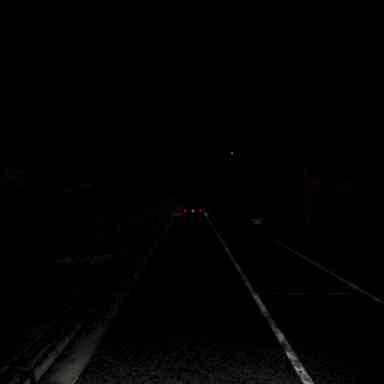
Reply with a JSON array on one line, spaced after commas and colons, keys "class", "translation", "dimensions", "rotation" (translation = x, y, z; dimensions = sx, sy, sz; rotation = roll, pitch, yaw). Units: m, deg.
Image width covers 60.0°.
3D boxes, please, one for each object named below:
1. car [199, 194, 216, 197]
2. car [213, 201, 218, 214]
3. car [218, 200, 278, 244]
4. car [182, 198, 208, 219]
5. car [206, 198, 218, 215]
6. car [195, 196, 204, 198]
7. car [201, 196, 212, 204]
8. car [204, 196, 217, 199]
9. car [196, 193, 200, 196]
[{"class": "car", "translation": [2.671, 1.229, 49.216], "dimensions": [2.192, 1.841, 5.009], "rotation": [2, 0, 0]}, {"class": "car", "translation": [2.662, 1.558, 21.441], "dimensions": [1.887, 1.381, 4.507], "rotation": [2, 0, 0]}, {"class": "car", "translation": [2.667, 1.333, 15.883], "dimensions": [2.192, 1.841, 5.009], "rotation": [2, 0, 0]}, {"class": "car", "translation": [0.086, 1.544, 28.990], "dimensions": [2.033, 1.411, 5.357], "rotation": [0, 0, 0]}, {"class": "car", "translation": [2.663, 1.549, 32.553], "dimensions": [1.947, 1.339, 4.313], "rotation": [2, 0, 0]}, {"class": "car", "translation": [0.064, 1.498, 40.441], "dimensions": [2.033, 1.411, 5.357], "rotation": [0, 0, 1]}, {"class": "car", "translation": [2.662, 1.457, 60.324], "dimensions": [1.802, 1.307, 4.206], "rotation": [2, 0, 0]}, {"class": "car", "translation": [2.663, 1.527, 38.109], "dimensions": [1.947, 1.339, 4.313], "rotation": [2, 0, 0]}, {"class": "car", "translation": [2.666, 1.272, 82.538], "dimensions": [1.967, 1.590, 4.097], "rotation": [2, 0, 0]}]
